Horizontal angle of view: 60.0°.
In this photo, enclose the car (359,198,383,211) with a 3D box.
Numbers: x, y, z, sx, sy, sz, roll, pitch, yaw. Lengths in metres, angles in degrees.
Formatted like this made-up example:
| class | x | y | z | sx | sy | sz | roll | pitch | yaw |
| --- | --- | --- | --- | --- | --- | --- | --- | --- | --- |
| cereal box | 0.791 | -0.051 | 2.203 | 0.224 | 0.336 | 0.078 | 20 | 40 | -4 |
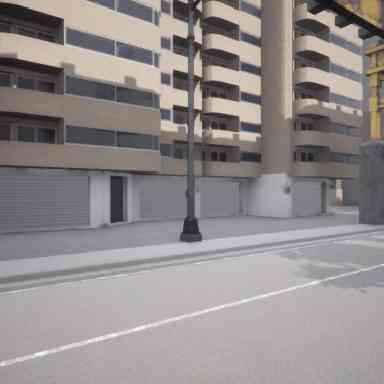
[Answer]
| class | x | y | z | sx | sy | sz | roll | pitch | yaw |
| --- | --- | --- | --- | --- | --- | --- | --- | --- | --- |
| car | 19.625 | 1.295 | 34.404 | 1.853 | 1.218 | 4.536 | 0 | 0 | -10 |
